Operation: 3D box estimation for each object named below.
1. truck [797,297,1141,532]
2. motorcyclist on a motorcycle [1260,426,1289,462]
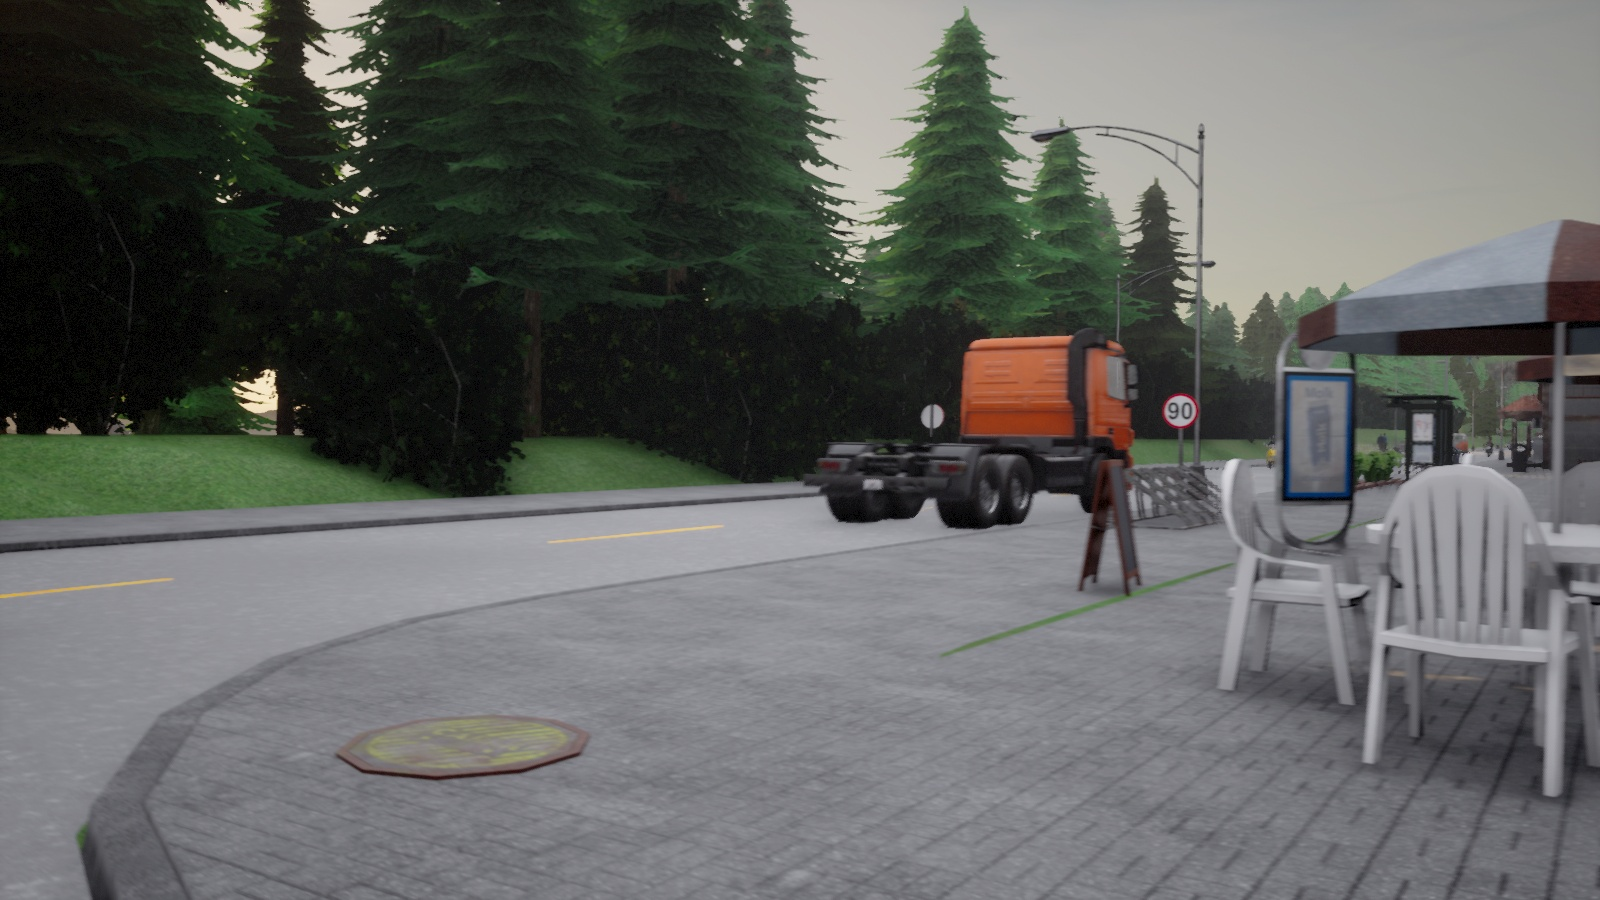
[{"bbox_3d":[3.379,-0.587,22.566,2.891,3.462,7.936,0,1,34],"label":"truck"},{"bbox_3d":[21.682,-0.289,57.398,0.866,1.590,1.817,0,1,34],"label":"motorcyclist on a motorcycle"}]
